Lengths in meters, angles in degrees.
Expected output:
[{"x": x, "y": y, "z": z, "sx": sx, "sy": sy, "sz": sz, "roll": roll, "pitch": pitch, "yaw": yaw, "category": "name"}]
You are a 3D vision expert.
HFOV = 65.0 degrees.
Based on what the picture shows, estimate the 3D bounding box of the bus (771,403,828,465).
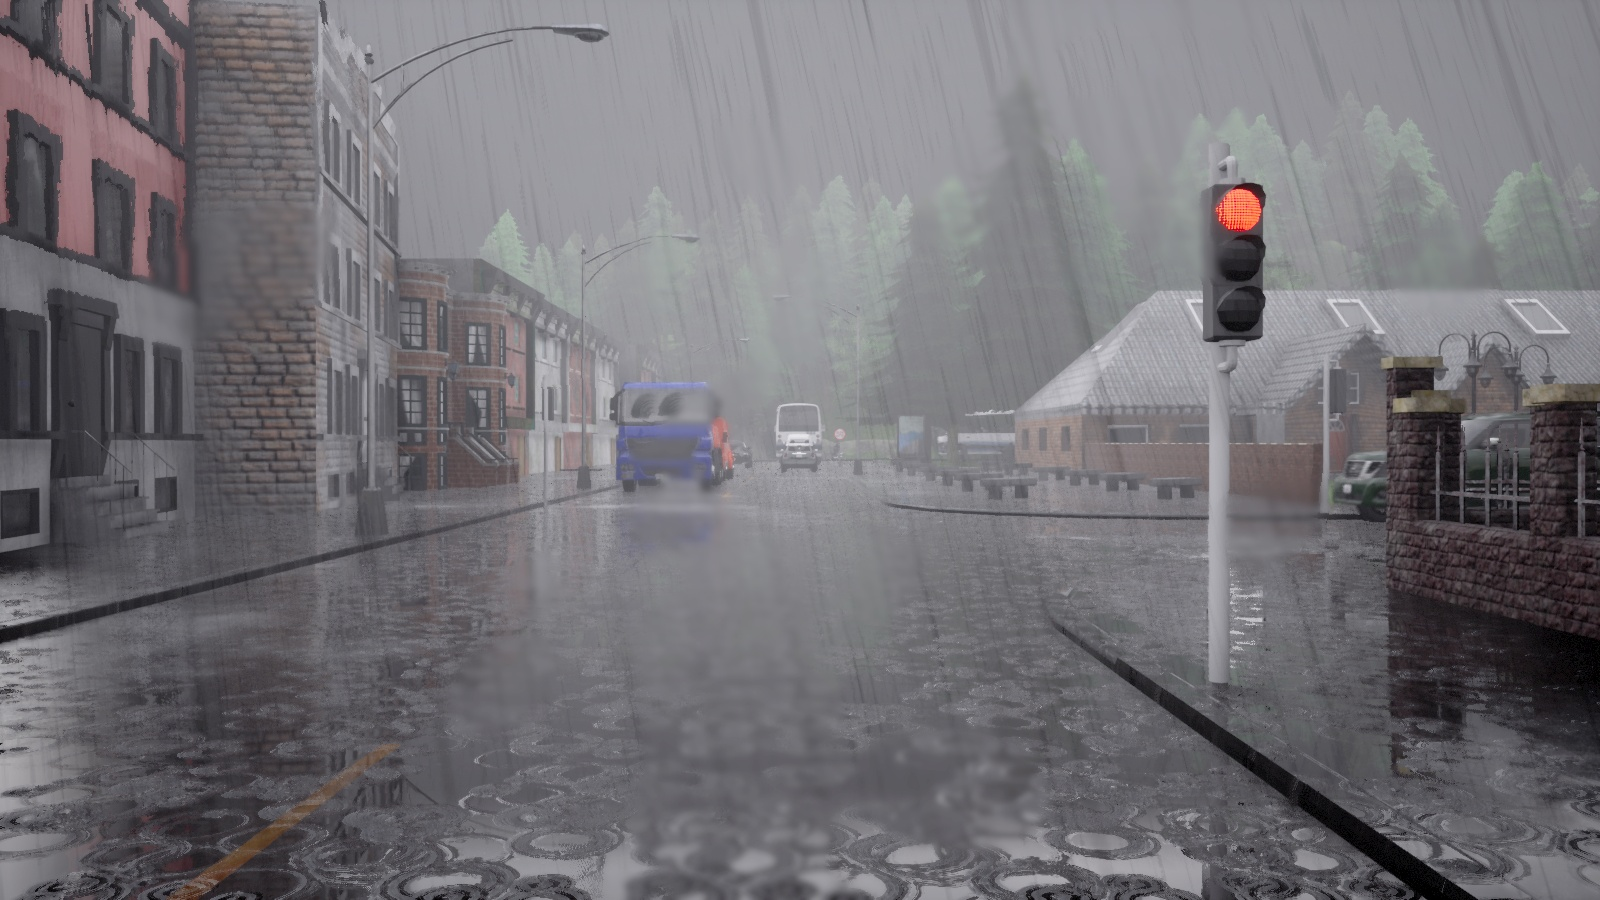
[{"x": 0.062, "y": -1.153, "z": 92.831, "sx": 3.944, "sy": 4.253, "sz": 10.273, "roll": 0, "pitch": 0, "yaw": 1, "category": "bus"}]

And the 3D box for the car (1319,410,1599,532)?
[{"x": 12.440, "y": 0.350, "z": 22.261, "sx": 5.566, "sy": 2.045, "sz": 2.150, "roll": 0, "pitch": 0, "yaw": 1, "category": "car"}]

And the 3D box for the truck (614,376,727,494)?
[{"x": -4.047, "y": -0.470, "z": 41.022, "sx": 2.891, "sy": 3.462, "sz": 7.936, "roll": 0, "pitch": 0, "yaw": 0, "category": "truck"}]

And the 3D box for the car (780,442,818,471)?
[{"x": -0.044, "y": 0.339, "z": 66.067, "sx": 1.970, "sy": 1.475, "sz": 3.806, "roll": 0, "pitch": 0, "yaw": 0, "category": "car"}]

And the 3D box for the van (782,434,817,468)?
[{"x": -0.034, "y": 0.033, "z": 77.469, "sx": 2.069, "sy": 2.038, "sz": 4.480, "roll": 0, "pitch": 0, "yaw": 0, "category": "van"}]

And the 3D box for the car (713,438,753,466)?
[{"x": -4.035, "y": 0.091, "z": 76.402, "sx": 2.152, "sy": 1.651, "sz": 5.027, "roll": 0, "pitch": 0, "yaw": 0, "category": "car"}]

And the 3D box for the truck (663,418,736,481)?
[{"x": -4.061, "y": -0.034, "z": 51.563, "sx": 2.627, "sy": 2.467, "sz": 5.204, "roll": 0, "pitch": 0, "yaw": 0, "category": "truck"}]
